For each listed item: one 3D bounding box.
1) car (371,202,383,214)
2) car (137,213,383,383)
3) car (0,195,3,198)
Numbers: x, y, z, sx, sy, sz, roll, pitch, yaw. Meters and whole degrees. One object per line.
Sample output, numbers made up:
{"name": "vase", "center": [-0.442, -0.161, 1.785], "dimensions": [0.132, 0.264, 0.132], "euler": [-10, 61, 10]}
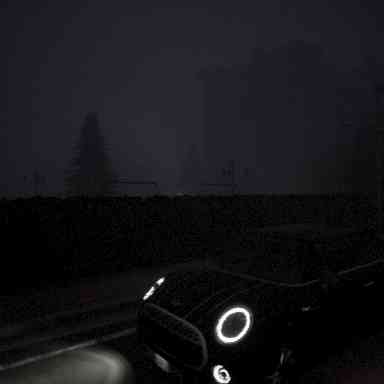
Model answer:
{"name": "car", "center": [13.331, 1.463, 21.636], "dimensions": [1.882, 1.535, 5.008], "euler": [0, 0, -40]}
{"name": "car", "center": [1.453, 1.352, 5.143], "dimensions": [4.553, 1.767, 2.097], "euler": [0, 0, -37]}
{"name": "car", "center": [-40.344, 1.374, 67.378], "dimensions": [3.633, 1.501, 1.845], "euler": [0, 0, -38]}
